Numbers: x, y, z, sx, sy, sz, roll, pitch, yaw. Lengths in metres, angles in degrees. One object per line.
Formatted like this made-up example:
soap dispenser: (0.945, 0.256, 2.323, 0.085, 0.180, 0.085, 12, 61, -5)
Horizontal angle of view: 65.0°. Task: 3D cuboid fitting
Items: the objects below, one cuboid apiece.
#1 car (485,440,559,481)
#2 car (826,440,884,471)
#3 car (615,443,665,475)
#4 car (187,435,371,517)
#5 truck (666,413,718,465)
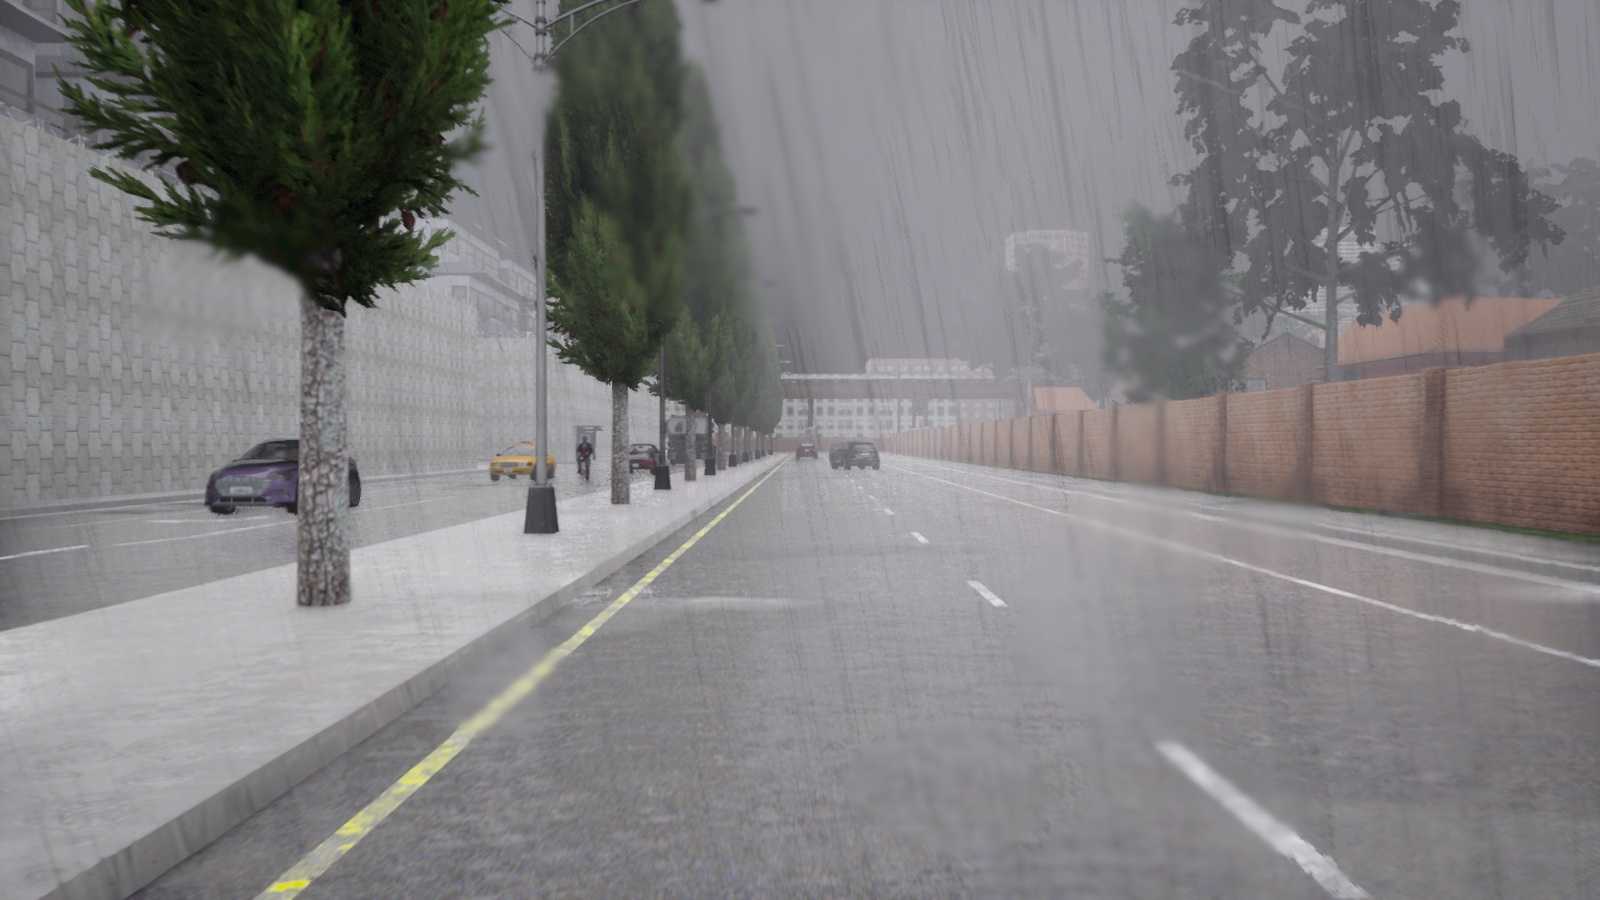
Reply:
car: (-11.204, 0.389, 50.979, 1.801, 1.575, 5.366, 0, 0, 0)
car: (3.044, 0.282, 70.437, 2.033, 1.649, 4.856, 0, 0, -13)
car: (-7.652, 0.413, 60.407, 1.816, 1.474, 4.193, 0, 0, 0)
car: (-11.332, 0.511, 27.757, 2.033, 1.649, 4.856, 0, 0, 0)
truck: (-7.498, -0.742, 88.162, 2.891, 3.462, 7.936, 0, 0, 0)
